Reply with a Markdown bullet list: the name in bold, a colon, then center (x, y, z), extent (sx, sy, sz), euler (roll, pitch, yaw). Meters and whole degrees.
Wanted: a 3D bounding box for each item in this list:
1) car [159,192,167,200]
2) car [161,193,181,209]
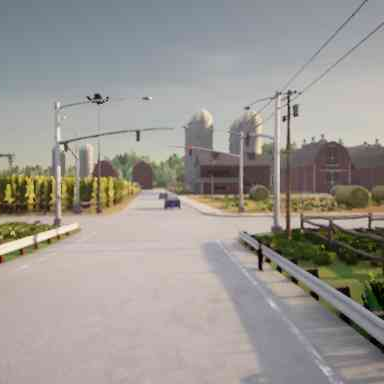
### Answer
- **car**: center (-5.611, 0.712, 65.697), extent (2.128, 1.511, 4.902), euler (0, 1, -7)
- **car**: center (-2.434, 1.250, 40.547), extent (1.882, 1.535, 5.008), euler (0, 1, -7)
